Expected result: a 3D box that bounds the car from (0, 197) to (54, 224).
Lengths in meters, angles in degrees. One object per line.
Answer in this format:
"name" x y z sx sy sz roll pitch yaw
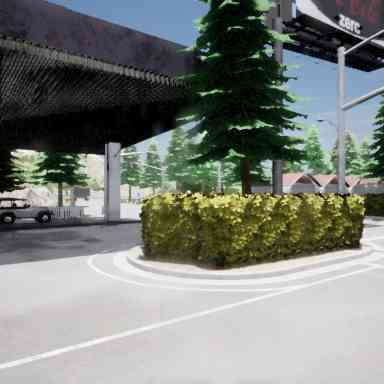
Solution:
"car" -11.956 1.313 23.490 3.866 1.878 1.905 0 0 -36
